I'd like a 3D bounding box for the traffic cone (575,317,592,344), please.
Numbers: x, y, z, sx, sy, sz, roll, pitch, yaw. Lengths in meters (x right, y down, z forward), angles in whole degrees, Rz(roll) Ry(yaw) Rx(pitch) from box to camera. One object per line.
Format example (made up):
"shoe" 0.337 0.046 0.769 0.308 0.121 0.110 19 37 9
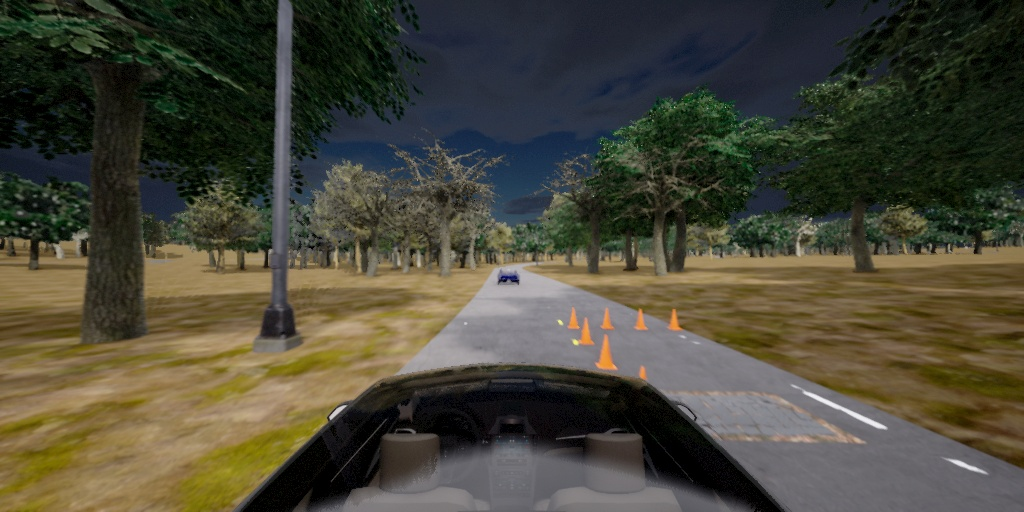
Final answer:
"traffic cone" 1.802 1.811 8.755 0.340 0.580 0.340 0 0 1

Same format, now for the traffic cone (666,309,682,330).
"traffic cone" 4.836 1.874 10.702 0.340 0.580 0.340 0 0 1

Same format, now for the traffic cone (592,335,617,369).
"traffic cone" 1.767 1.787 6.755 0.340 0.580 0.340 0 0 1

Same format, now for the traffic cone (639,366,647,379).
"traffic cone" 1.732 1.763 4.756 0.340 0.580 0.340 0 0 1

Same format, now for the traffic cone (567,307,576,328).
"traffic cone" 1.836 1.837 10.754 0.340 0.580 0.340 0 0 1

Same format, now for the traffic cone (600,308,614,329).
"traffic cone" 2.836 1.849 10.737 0.340 0.580 0.340 0 0 1

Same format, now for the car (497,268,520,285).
"car" -0.307 1.719 30.258 1.895 1.301 4.718 1 -1 -2

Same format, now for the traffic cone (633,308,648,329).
"traffic cone" 3.836 1.862 10.719 0.340 0.580 0.340 0 0 1
